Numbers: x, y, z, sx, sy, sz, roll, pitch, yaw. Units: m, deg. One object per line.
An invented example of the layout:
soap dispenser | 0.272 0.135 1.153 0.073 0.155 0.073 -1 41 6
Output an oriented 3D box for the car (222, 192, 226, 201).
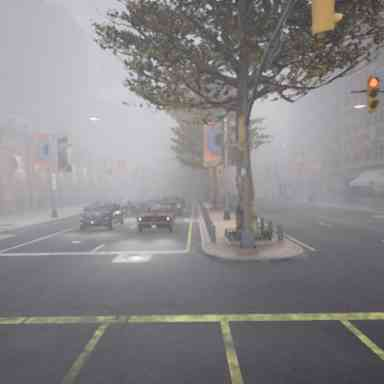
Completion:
car | 6.629 0.666 59.919 2.097 1.767 4.553 -1 1 1

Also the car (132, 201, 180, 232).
car | -1.921 1.445 19.239 1.895 1.301 4.718 -1 1 1

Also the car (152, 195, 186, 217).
car | -1.822 1.106 28.290 2.097 1.767 4.553 -1 1 1

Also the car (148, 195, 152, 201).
car | -5.128 1.182 43.587 1.812 1.442 4.674 -1 1 1

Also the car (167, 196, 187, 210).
car | -1.690 1.191 39.409 2.033 1.411 5.357 -1 1 1

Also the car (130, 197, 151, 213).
car | -5.296 1.388 30.414 1.895 1.301 4.718 -1 1 1

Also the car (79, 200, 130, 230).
car | -5.409 1.390 20.529 1.837 1.490 4.892 -1 1 1

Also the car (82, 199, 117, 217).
car | -8.440 1.426 30.921 1.895 1.301 4.718 -1 1 0

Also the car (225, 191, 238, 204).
car | 6.516 0.922 49.532 1.837 1.490 4.892 -1 1 1
